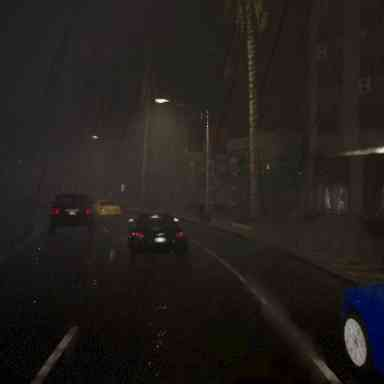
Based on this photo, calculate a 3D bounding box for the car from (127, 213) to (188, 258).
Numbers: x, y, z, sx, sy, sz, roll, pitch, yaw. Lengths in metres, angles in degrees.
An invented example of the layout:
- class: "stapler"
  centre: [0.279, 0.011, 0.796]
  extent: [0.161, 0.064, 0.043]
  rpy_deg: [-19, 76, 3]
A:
- class: "car"
  centre: [-1.425, 1.492, 12.623]
  extent: [1.994, 1.385, 4.181]
  rpy_deg: [0, 0, -12]

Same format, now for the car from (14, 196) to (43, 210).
- class: "car"
  centre: [-18.620, 1.187, 37.348]
  extent: [1.882, 1.535, 5.008]
  rpy_deg: [0, 0, -38]

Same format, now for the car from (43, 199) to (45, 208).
- class: "car"
  centre: [-16.623, 1.057, 40.445]
  extent: [2.097, 1.767, 4.553]
  rpy_deg: [0, 0, -38]

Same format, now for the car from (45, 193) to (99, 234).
- class: "car"
  centre: [-6.676, 1.091, 18.514]
  extent: [2.150, 2.045, 5.566]
  rpy_deg: [0, 0, -20]

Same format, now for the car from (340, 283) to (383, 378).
- class: "car"
  centre: [3.000, 1.479, 2.604]
  extent: [1.882, 1.535, 5.008]
  rpy_deg: [0, 0, -1]

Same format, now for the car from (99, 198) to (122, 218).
- class: "car"
  centre: [-7.406, 1.277, 27.566]
  extent: [1.801, 1.575, 5.366]
  rpy_deg: [0, 0, -30]
